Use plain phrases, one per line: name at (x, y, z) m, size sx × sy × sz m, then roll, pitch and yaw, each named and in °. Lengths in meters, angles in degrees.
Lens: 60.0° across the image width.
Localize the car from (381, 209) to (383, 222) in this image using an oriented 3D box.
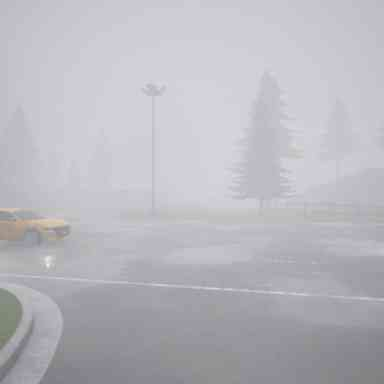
car at (14.481, 1.507, 20.598) m, size 4.892 × 1.490 × 1.837 m, roll 1°, pitch 0°, yaw 13°

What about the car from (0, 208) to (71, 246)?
car at (-7.931, 1.478, 14.933) m, size 5.008 × 1.535 × 1.882 m, roll 0°, pitch 0°, yaw 13°

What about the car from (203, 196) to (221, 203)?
car at (4.159, 1.499, 69.398) m, size 2.128 × 1.511 × 4.902 m, roll 0°, pitch 0°, yaw -34°
